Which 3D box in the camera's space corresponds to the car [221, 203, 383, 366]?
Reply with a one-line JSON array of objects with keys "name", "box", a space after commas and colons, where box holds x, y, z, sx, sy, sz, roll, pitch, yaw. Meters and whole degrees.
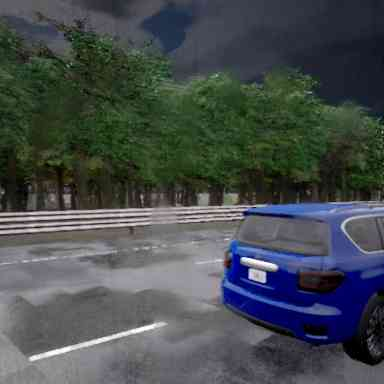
[{"name": "car", "box": [3.065, 1.224, 6.058, 5.566, 2.045, 2.150, 0, 0, -36]}]
